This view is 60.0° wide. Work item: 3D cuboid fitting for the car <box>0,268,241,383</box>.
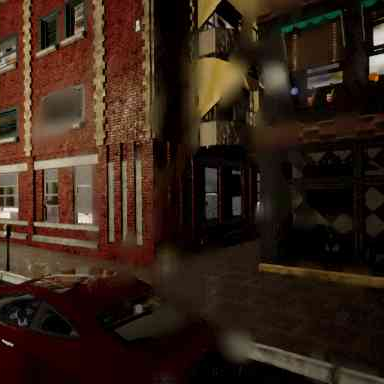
[{"bbox_3d":[-1.472,1.583,3.899,4.206,1.307,1.802,0,-1,36],"label":"car"}]
